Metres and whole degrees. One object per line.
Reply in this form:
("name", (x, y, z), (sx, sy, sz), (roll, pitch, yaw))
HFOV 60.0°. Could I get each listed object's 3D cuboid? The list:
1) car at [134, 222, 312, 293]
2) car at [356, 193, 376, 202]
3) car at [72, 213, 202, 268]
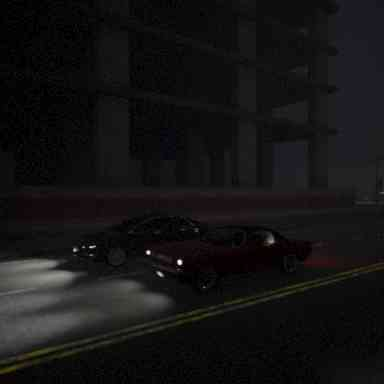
("car", (1.073, 1.601, 9.025), (4.718, 1.301, 1.895), (0, 0, -35))
("car", (36.917, 1.396, 70.194), (3.806, 1.475, 1.970), (0, 0, -35))
("car", (-1.554, 1.505, 11.456), (4.892, 1.490, 1.837), (0, 0, -35))
